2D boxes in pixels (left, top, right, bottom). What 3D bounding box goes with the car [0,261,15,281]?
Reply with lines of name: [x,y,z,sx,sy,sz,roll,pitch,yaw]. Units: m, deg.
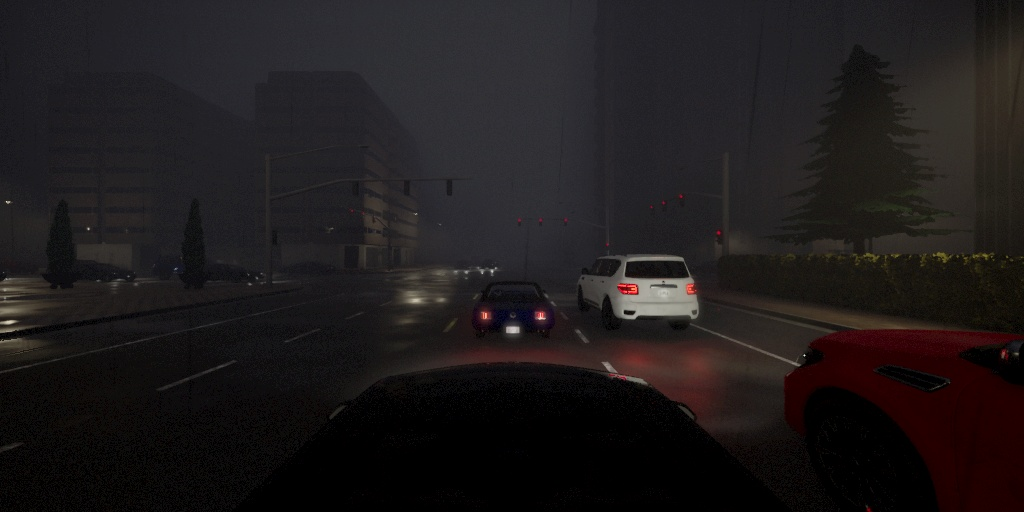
car: [-41.843,1.276,27.466,4.674,1.442,1.812,0,0,1]

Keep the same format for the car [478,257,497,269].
car: [-3.675,1.255,55.476,1.837,1.490,4.892,0,0,0]

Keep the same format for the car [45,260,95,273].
car: [-36.971,1.102,30.927,4.553,1.767,2.097,0,0,1]

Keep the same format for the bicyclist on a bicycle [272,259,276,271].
bicyclist on a bicycle: [-28.697,1.051,42.836,0.582,1.620,1.656,0,0,0]

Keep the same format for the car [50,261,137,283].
car: [-31.590,1.276,27.379,4.674,1.442,1.812,0,0,1]

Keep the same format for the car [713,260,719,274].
car: [20.822,1.228,37.631,5.008,1.535,1.882,0,0,1]

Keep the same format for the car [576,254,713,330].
car: [3.575,0.971,11.300,2.150,2.045,5.566,0,0,-2]

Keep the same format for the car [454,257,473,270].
car: [-7.156,1.276,51.874,1.812,1.442,4.674,0,0,0]

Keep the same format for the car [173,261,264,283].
car: [-22.006,1.297,27.272,5.357,1.411,2.033,0,0,1]

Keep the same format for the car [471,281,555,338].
car: [0.044,1.351,10.171,1.895,1.301,4.718,0,0,0]

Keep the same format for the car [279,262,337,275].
car: [-21.462,1.297,37.859,5.357,1.411,2.033,0,0,3]

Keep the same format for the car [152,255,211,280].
car: [-27.502,0.972,30.842,5.566,2.045,2.150,0,0,0]

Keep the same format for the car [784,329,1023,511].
car: [3.601,0.971,0.938,2.150,2.045,5.566,0,0,0]
